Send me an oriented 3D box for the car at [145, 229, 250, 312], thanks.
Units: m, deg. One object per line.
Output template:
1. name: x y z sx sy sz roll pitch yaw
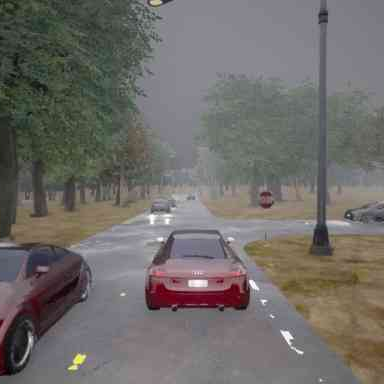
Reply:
1. car: 0.090 1.558 7.796 1.994 1.385 4.181 0 0 0

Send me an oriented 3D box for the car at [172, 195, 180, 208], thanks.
1. car: -3.195 1.434 46.464 2.033 1.411 5.357 0 0 0

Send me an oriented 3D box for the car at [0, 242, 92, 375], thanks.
1. car: -3.116 1.561 5.421 1.994 1.385 4.181 0 0 0

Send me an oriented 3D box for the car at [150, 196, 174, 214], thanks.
1. car: -3.175 1.432 34.656 1.837 1.490 4.892 1 0 0

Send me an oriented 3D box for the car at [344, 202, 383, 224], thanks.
1. car: 12.529 1.363 22.295 4.181 1.385 1.994 -1 1 2

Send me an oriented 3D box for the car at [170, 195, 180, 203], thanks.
1. car: -3.194 1.315 63.363 1.812 1.442 4.674 0 0 0

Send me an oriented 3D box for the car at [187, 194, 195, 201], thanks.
1. car: -0.174 1.199 75.314 1.837 1.490 4.892 0 0 0
